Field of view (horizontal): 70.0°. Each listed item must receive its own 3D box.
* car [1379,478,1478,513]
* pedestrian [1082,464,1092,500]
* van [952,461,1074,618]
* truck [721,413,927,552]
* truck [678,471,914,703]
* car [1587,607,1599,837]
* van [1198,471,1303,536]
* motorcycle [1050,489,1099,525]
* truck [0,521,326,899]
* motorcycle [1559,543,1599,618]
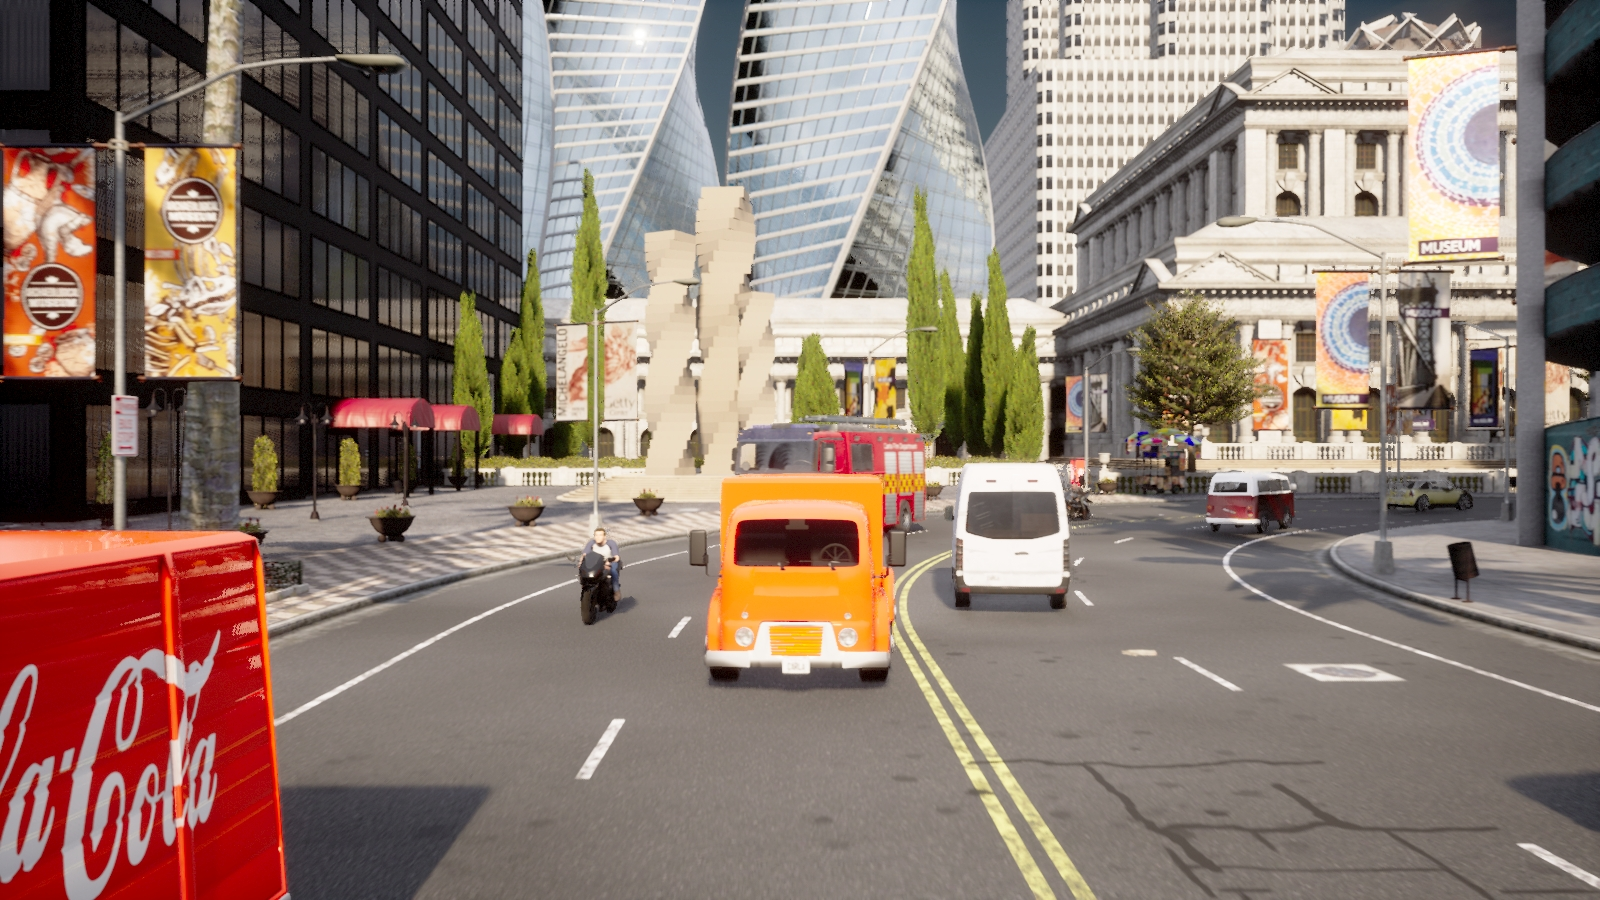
[{"bbox_3d":[28.803,2.065,52.368,3.806,1.475,1.970,0,0,-20],"label":"car"},{"bbox_3d":[15.297,1.696,60.829,0.375,1.860,0.375,0,0,-32],"label":"pedestrian"},{"bbox_3d":[3.976,1.534,22.173,1.988,2.561,5.915,0,0,7],"label":"van"},{"bbox_3d":[1.019,0.890,35.765,2.891,3.827,8.468,0,0,28],"label":"truck"},{"bbox_3d":[0.043,1.567,15.314,2.627,2.467,5.204,0,0,2],"label":"truck"},{"bbox_3d":[6.923,1.992,5.958,2.152,1.651,5.027,0,0,0],"label":"car"},{"bbox_3d":[15.653,1.782,39.601,2.069,2.038,4.480,-1,-1,40],"label":"van"},{"bbox_3d":[10.719,2.205,44.529,0.867,1.251,2.209,1,1,43],"label":"motorcycle"},{"bbox_3d":[-3.528,1.568,2.764,2.627,2.467,5.204,0,0,0],"label":"truck"},{"bbox_3d":[13.622,2.213,18.968,0.803,1.145,2.033,1,0,4],"label":"motorcycle"}]
